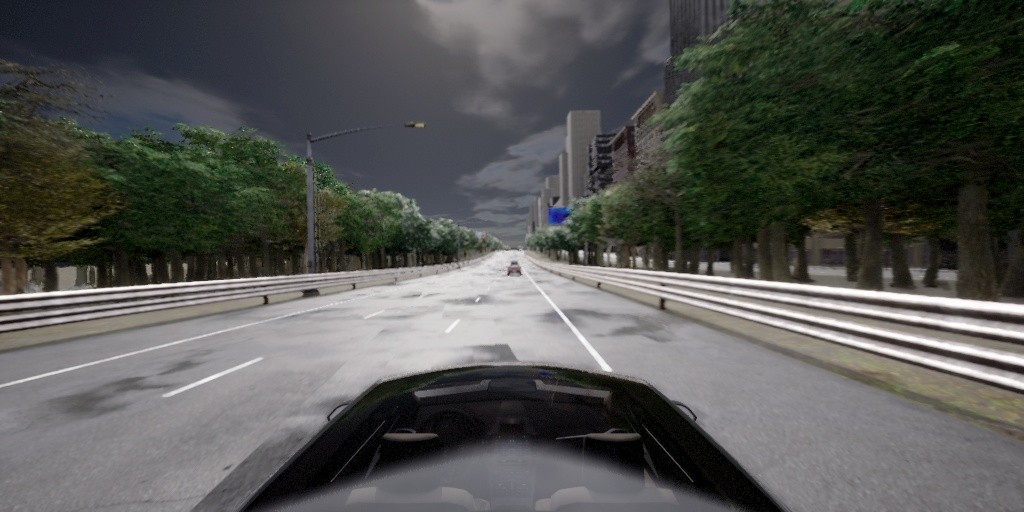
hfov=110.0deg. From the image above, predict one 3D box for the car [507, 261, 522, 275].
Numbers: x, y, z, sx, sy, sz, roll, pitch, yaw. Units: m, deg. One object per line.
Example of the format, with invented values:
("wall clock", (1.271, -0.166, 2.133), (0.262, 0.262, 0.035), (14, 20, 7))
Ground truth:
("car", (0.348, 1.795, 48.355), (1.812, 1.442, 4.674), (-1, -1, 1))
